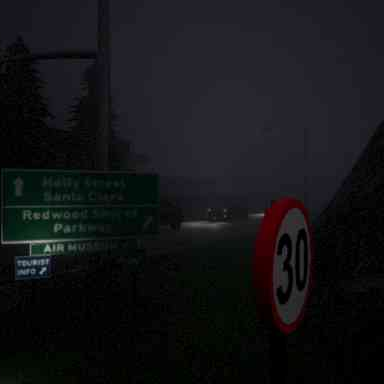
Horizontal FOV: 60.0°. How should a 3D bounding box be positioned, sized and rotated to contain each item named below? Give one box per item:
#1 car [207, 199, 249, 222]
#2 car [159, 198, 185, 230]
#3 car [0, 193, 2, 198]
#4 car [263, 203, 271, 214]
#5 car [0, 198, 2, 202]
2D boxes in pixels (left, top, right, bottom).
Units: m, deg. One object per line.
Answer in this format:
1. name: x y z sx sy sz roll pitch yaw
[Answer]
1. car: 3.182 1.544 28.906 2.097 1.767 4.553 0 0 36
2. car: -2.706 1.414 20.812 2.150 2.045 5.566 0 0 36
3. car: -38.597 1.489 70.013 4.514 1.523 2.007 0 0 35
4. car: 9.731 1.755 37.883 1.994 1.385 4.181 0 0 36
5. car: -12.393 1.504 26.071 1.905 1.878 3.866 0 0 35
